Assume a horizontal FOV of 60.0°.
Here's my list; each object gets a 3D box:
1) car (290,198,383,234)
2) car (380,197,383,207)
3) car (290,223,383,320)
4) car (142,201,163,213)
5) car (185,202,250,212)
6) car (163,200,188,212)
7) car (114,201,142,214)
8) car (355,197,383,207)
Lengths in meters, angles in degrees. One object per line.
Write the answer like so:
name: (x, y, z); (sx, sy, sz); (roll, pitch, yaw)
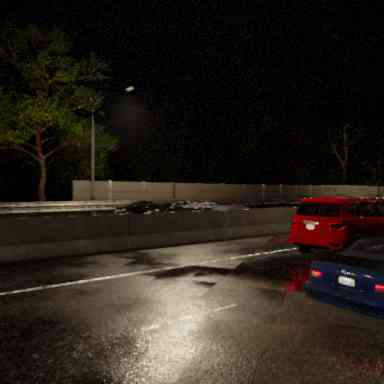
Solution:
car: (6.018, 1.231, 12.346); (5.566, 2.045, 2.150); (0, 0, -36)
car: (31.786, 1.564, 52.417); (5.008, 1.535, 1.882); (0, 0, -35)
car: (4.650, 1.554, 7.069); (5.357, 1.411, 2.033); (0, 0, -36)
car: (-1.461, 1.517, 28.754); (4.892, 1.490, 1.837); (0, 0, -36)
car: (2.469, 1.561, 22.960); (5.357, 1.411, 2.033); (0, 0, -36)
car: (0.603, 1.505, 25.927); (4.902, 1.511, 2.128); (0, 0, -36)
car: (-4.709, 1.537, 30.154); (4.674, 1.442, 1.812); (0, 0, -38)
car: (29.361, 1.633, 54.969); (5.357, 1.411, 2.033); (0, 0, -35)
